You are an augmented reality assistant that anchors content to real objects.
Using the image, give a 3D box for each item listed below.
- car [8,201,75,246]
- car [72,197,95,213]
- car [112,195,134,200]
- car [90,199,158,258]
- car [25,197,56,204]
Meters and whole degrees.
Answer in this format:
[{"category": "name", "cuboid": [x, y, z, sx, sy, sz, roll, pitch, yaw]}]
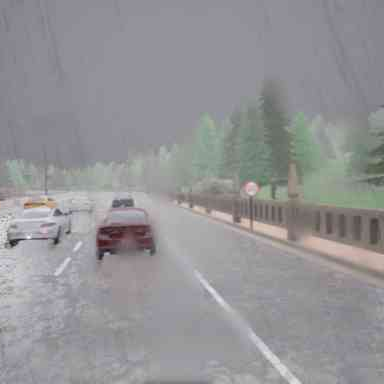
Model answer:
[{"category": "car", "cuboid": [-6.466, 1.366, 14.437, 1.812, 1.442, 4.674, -2, 1, -12]}, {"category": "car", "cuboid": [-9.652, 1.128, 29.358, 1.812, 1.442, 4.674, -1, 1, -12]}, {"category": "car", "cuboid": [-6.347, 0.981, 30.666, 1.882, 1.535, 5.008, -1, 1, -12]}, {"category": "car", "cuboid": [-2.384, 1.277, 12.063, 1.882, 1.535, 5.008, -1, 1, -12]}, {"category": "car", "cuboid": [-13.194, 1.160, 29.219, 1.882, 1.535, 5.008, -1, 1, -12]}]
